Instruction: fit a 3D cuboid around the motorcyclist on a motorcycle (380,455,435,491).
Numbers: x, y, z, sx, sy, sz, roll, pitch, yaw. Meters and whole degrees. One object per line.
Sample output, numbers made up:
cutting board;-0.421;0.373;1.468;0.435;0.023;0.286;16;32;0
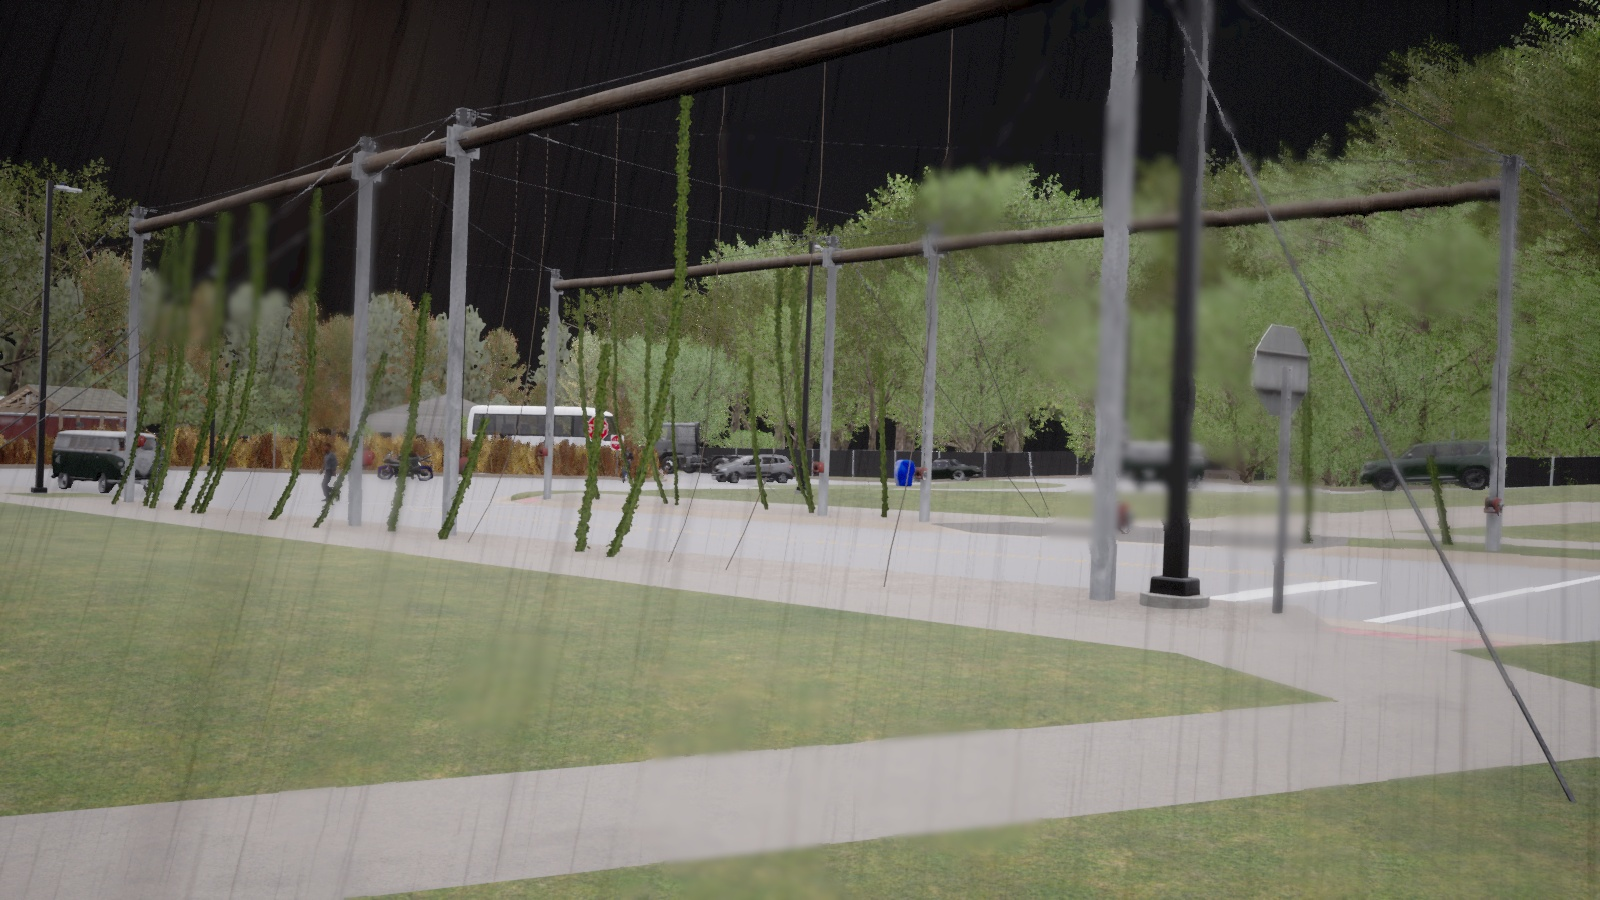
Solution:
motorcyclist on a motorcycle;-16.922;0.985;54.116;2.191;1.530;0.866;0;1;-21

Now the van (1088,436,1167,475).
van;17.090;0.276;65.666;1.775;1.987;4.442;-1;0;-20

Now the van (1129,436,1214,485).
van;15.706;0.396;53.015;1.775;1.987;4.442;1;1;40

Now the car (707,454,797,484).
car;-2.718;1.062;71.471;4.611;1.667;2.242;0;0;-24

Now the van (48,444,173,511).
van;-22.672;0.854;41.254;4.442;1.987;1.775;1;1;35

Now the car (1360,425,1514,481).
car;26.882;0.148;53.250;5.566;2.045;2.150;-4;-1;22

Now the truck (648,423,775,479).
truck;-5.778;0.028;81.616;7.936;3.462;2.891;0;1;27

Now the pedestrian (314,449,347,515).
pedestrian;-13.934;0.939;37.250;0.788;1.949;0.423;1;0;-39

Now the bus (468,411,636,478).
bus;-16.412;-0.398;83.295;10.273;4.253;3.944;0;1;14

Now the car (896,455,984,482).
car;8.206;1.061;73.458;4.718;1.301;1.895;-4;-1;20
